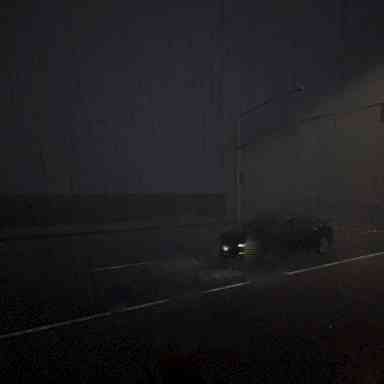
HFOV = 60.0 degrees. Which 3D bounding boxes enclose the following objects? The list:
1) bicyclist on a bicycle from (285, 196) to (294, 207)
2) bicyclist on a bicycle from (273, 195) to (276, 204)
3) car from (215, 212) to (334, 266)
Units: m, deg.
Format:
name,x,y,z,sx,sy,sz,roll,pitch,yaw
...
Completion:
name,x,y,z,sx,sy,sz,roll,pitch,yaw
bicyclist on a bicycle,14.516,1.453,49.552,1.656,1.620,0.582,0,0,-23
bicyclist on a bicycle,13.517,1.300,54.460,0.582,1.620,1.656,0,0,21
car,3.014,1.505,11.678,4.892,1.490,1.837,0,0,-36
